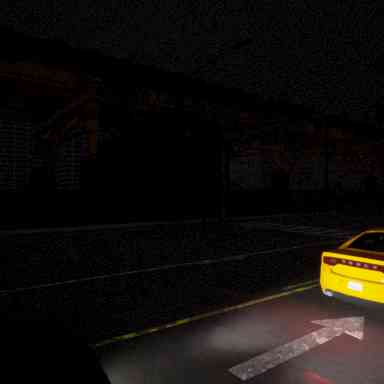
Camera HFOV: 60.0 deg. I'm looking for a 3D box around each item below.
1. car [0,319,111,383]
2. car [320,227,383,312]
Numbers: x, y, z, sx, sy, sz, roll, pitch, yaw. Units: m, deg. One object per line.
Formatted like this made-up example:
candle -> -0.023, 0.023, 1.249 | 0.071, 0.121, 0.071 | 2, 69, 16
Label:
car -> -2.773, 1.601, 1.774 | 4.718, 1.301, 1.895 | 0, 0, -35
car -> 4.840, 1.478, 7.180 | 5.008, 1.535, 1.882 | 0, 0, -35
